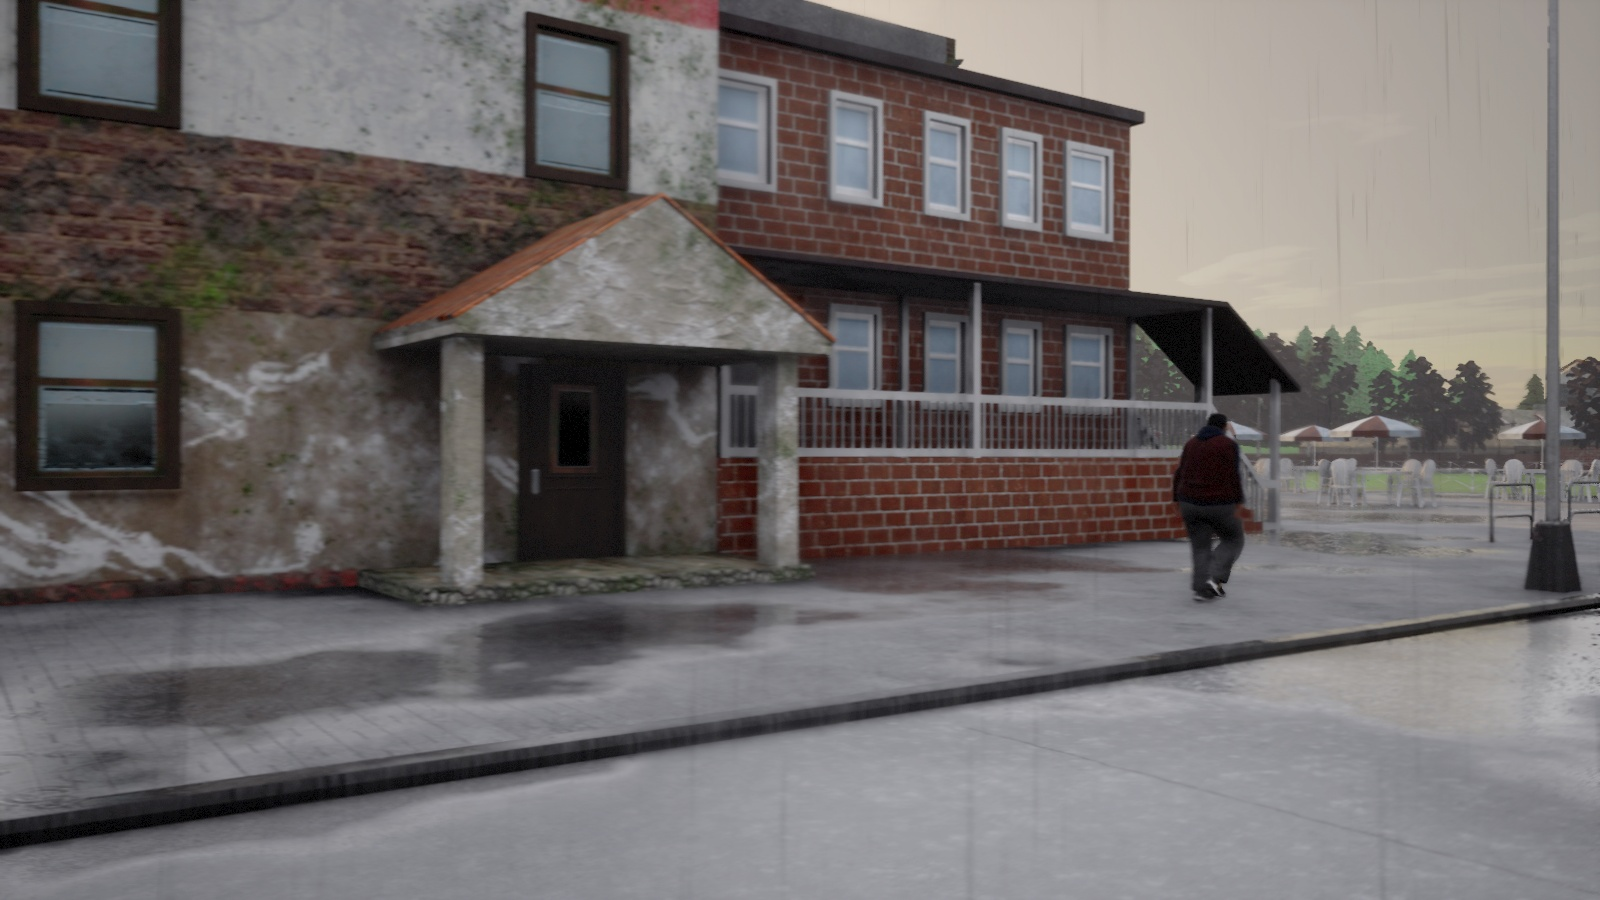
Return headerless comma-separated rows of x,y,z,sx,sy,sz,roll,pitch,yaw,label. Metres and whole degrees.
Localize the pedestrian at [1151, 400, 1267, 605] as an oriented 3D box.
3.844,0.476,11.807,0.899,1.844,0.634,0,0,-37,pedestrian
